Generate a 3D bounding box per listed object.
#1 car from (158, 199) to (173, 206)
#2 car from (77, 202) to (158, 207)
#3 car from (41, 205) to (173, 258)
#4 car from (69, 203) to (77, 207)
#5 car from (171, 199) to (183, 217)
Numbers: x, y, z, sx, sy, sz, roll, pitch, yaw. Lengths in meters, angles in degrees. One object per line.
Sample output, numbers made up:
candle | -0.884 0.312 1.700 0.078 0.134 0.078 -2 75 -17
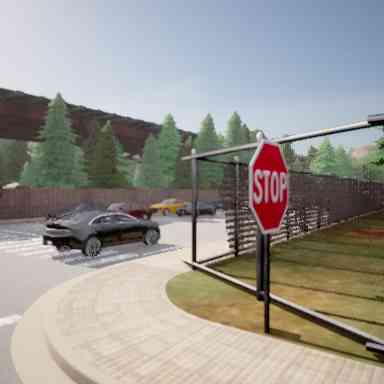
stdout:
car | -2.109 1.424 32.296 1.882 1.535 5.008 0 0 36
car | -4.875 1.433 22.555 1.882 1.535 5.008 0 0 36
car | -3.244 1.465 12.896 2.128 1.511 4.902 0 0 36
car | -7.873 1.494 24.384 2.033 1.411 5.357 0 0 36
car | 0.418 1.519 29.820 1.994 1.385 4.181 0 0 36
